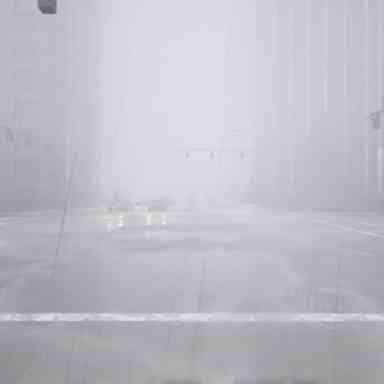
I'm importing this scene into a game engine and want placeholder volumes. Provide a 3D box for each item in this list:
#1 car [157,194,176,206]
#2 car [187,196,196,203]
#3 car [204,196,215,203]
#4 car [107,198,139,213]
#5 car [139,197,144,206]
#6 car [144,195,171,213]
[{"bbox_3d":[-3.628,1.217,50.637,2.097,1.767,4.553,0,0,0],"label":"car"},{"bbox_3d":[-0.070,1.425,66.172,1.895,1.301,4.718,0,0,0],"label":"car"},{"bbox_3d":[3.430,1.426,65.636,1.895,1.301,4.718,0,0,0],"label":"car"},{"bbox_3d":[-7.421,1.399,34.954,2.128,1.511,4.902,0,0,4],"label":"car"},{"bbox_3d":[-7.132,1.433,49.014,1.994,1.385,4.181,0,0,0],"label":"car"},{"bbox_3d":[-3.629,1.410,35.609,1.837,1.490,4.892,0,0,0],"label":"car"}]
